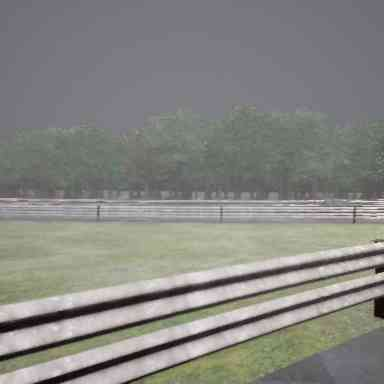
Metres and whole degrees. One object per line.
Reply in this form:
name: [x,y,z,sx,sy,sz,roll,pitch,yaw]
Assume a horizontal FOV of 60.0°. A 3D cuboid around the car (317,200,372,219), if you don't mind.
car: [14.190,1.565,31.024,4.553,1.767,2.097,0,0,6]
